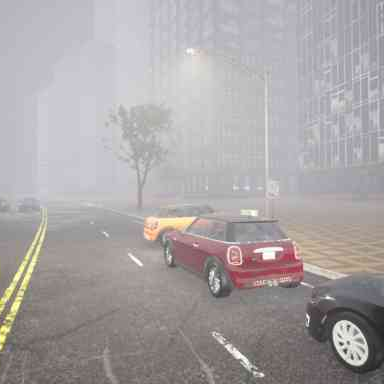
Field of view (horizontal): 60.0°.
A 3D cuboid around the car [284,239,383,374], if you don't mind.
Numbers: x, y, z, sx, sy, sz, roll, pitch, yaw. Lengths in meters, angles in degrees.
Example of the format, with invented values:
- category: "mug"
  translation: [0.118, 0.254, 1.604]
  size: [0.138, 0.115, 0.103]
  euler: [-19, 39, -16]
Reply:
- category: "car"
  translation: [3.576, 1.505, 3.493]
  size: [1.837, 1.490, 4.892]
  euler: [0, 0, -36]

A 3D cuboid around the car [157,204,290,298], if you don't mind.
- category: "car"
  translation: [0.798, 1.355, 8.934]
  size: [2.097, 1.767, 4.553]
  euler: [0, 0, -23]

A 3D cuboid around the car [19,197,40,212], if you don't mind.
- category: "car"
  translation: [-19.173, 1.392, 39.315]
  size: [2.097, 1.767, 4.553]
  euler: [0, 0, -24]

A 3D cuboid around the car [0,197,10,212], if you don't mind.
- category: "car"
  translation: [-22.131, 1.389, 37.968]
  size: [2.097, 1.767, 4.553]
  euler: [0, 0, -24]

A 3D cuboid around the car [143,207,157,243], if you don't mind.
- category: "car"
  translation: [0.220, 1.278, 14.588]
  size: [4.553, 1.767, 2.097]
  euler: [-3, 1, -21]
